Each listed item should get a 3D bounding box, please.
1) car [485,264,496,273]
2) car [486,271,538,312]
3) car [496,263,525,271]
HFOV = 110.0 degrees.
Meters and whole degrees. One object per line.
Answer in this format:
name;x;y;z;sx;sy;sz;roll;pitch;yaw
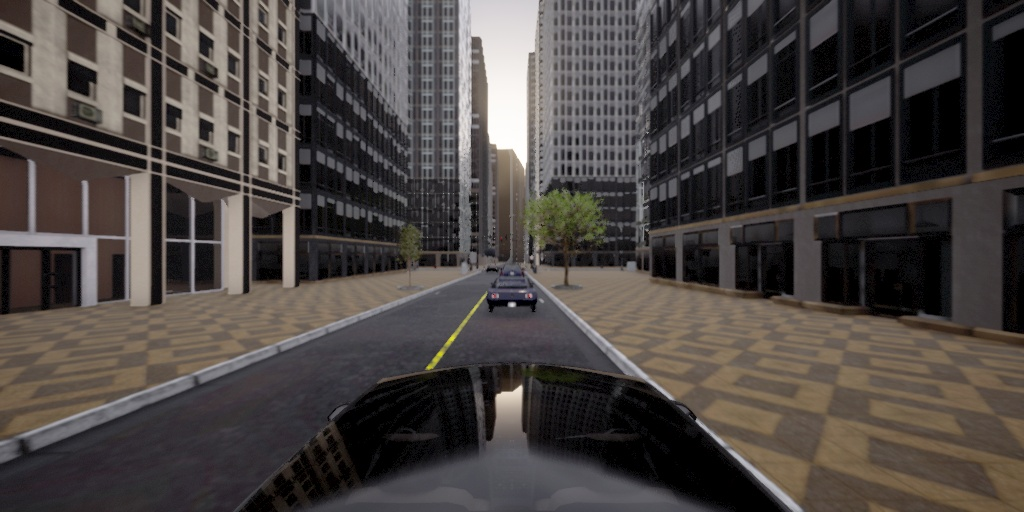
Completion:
car;-3.008;1.920;54.644;1.895;1.301;4.718;0;-1;0
car;0.017;1.488;15.083;1.895;1.301;4.718;0;-1;0
car;0.023;1.399;30.256;2.097;1.767;4.553;0;-1;0
